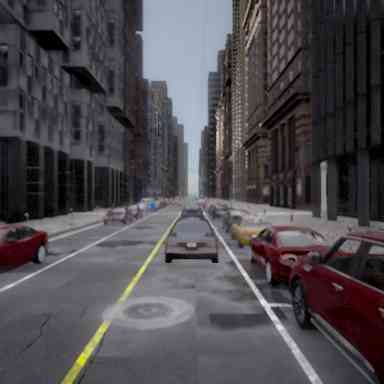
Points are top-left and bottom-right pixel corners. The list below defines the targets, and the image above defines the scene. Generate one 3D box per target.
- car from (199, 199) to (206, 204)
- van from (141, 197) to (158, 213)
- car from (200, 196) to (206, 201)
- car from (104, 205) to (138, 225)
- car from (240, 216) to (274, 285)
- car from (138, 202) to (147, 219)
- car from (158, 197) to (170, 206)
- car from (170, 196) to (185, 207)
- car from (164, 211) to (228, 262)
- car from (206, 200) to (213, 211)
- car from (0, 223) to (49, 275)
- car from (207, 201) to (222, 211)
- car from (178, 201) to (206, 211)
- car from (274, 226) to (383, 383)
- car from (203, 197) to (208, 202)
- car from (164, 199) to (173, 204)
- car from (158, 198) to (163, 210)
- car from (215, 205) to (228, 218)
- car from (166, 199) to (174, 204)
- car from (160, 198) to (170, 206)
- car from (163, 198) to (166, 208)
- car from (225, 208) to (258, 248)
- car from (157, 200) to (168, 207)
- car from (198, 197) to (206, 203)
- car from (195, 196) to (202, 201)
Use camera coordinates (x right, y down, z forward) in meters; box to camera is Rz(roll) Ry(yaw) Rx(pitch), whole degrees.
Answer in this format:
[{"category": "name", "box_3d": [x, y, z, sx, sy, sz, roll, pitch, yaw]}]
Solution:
[{"category": "car", "box_3d": [2.774, 2.440, 88.063, 1.802, 1.307, 4.206, 0, -1, 0]}, {"category": "van", "box_3d": [-5.758, 1.755, 43.239, 1.690, 1.788, 3.998, 0, -1, 0]}, {"category": "car", "box_3d": [2.769, 1.963, 54.455, 1.967, 1.590, 4.097, 0, -1, 0]}, {"category": "car", "box_3d": [-5.760, 1.834, 26.431, 1.802, 1.307, 4.206, 0, -1, 0]}, {"category": "car", "box_3d": [2.762, 1.637, 9.643, 1.887, 1.381, 4.507, 0, -1, 0]}, {"category": "car", "box_3d": [-5.759, 1.888, 32.033, 1.802, 1.307, 4.206, 0, -1, 0]}, {"category": "car", "box_3d": [-5.756, 1.892, 60.045, 2.192, 1.841, 5.009, 0, -1, 0]}, {"category": "car", "box_3d": [-3.008, 1.983, 65.384, 2.097, 1.767, 4.553, 0, -1, 0]}, {"category": "car", "box_3d": [0.012, 1.667, 12.543, 2.033, 1.411, 5.357, 0, -1, 1]}, {"category": "car", "box_3d": [2.766, 1.941, 37.650, 1.802, 1.307, 4.206, 0, -1, 0]}, {"category": "car", "box_3d": [-5.763, 1.637, 9.626, 1.887, 1.381, 4.507, 0, -1, 0]}, {"category": "car", "box_3d": [2.766, 1.871, 32.048, 1.947, 1.339, 4.313, 0, -1, 0]}, {"category": "car", "box_3d": [0.026, 1.779, 28.508, 1.837, 1.490, 4.892, 0, 0, 0]}, {"category": "car", "box_3d": [2.761, 1.355, 4.043, 2.192, 1.841, 5.009, 0, -1, 0]}, {"category": "car", "box_3d": [2.767, 1.854, 43.252, 1.967, 1.590, 4.097, 0, -1, 0]}, {"category": "car", "box_3d": [-5.752, 2.367, 82.450, 1.947, 1.339, 4.313, 0, -1, 0]}, {"category": "car", "box_3d": [-5.757, 1.992, 48.669, 1.752, 1.417, 4.829, 0, -1, 0]}, {"category": "car", "box_3d": [2.764, 1.749, 20.846, 2.008, 1.369, 4.403, 0, -1, 0]}, {"category": "car", "box_3d": [-5.751, 2.424, 88.051, 1.947, 1.339, 4.313, 0, -1, 0]}, {"category": "car", "box_3d": [-5.754, 2.128, 71.247, 1.967, 1.590, 4.097, 0, -1, 0]}, {"category": "car", "box_3d": [-5.756, 2.105, 54.440, 1.802, 1.307, 4.206, 0, -1, 0]}, {"category": "car", "box_3d": [2.763, 1.672, 15.415, 1.752, 1.417, 4.829, 0, -1, 0]}, {"category": "car", "box_3d": [-5.754, 2.214, 65.644, 1.802, 1.307, 4.206, 0, -1, 0]}, {"category": "car", "box_3d": [2.774, 2.231, 93.666, 2.192, 1.841, 5.009, 0, -1, 0]}, {"category": "car", "box_3d": [2.406, 1.968, 77.230, 2.150, 2.045, 5.566, 0, -1, 0]}]
